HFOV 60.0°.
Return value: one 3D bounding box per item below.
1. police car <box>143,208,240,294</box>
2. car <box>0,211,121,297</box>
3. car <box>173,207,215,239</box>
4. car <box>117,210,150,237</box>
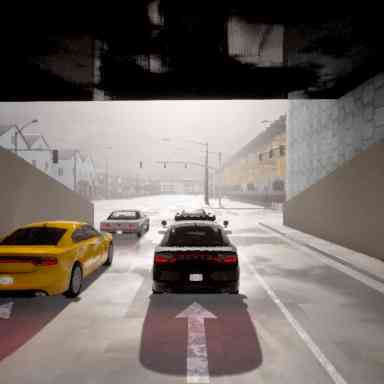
[{"bbox_3d":[0.084,1.425,8.932,1.930,1.638,5.238,0,0,0],"label":"police car"},{"bbox_3d":[-3.412,1.478,8.606,1.882,1.535,5.008,0,0,0],"label":"car"},{"bbox_3d":[0.088,1.564,17.894,1.994,1.385,4.181,0,0,0],"label":"car"},{"bbox_3d":[-3.410,1.601,17.848,1.895,1.301,4.718,0,0,0],"label":"car"}]
